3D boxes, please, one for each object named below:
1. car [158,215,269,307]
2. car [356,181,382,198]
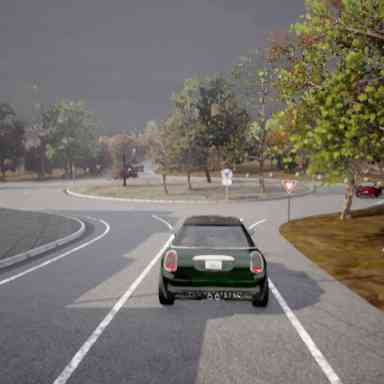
[{"bbox_3d":[0.488,1.327,8.154,2.097,1.767,4.553,0,0,3],"label":"car"},{"bbox_3d":[17.915,-0.382,33.534,1.882,1.535,5.008,5,8,34],"label":"car"}]
